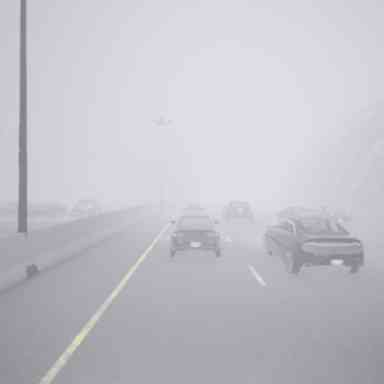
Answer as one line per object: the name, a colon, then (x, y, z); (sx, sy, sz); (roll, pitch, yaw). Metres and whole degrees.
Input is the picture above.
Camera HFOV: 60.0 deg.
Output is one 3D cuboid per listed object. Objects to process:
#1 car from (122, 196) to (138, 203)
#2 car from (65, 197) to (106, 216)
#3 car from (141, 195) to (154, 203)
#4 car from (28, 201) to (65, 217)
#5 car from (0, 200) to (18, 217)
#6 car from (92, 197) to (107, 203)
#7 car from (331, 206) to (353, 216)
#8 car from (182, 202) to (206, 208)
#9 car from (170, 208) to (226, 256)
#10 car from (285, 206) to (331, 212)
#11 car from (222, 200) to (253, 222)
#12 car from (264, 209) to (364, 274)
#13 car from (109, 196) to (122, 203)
car: (-13.327, 1.677, 73.905); (2.033, 1.411, 5.357); (0, 0, 3)
car: (-10.510, 1.464, 33.207); (2.097, 1.767, 4.553); (0, 0, 0)
car: (-9.837, 1.499, 73.652); (2.097, 1.767, 4.553); (0, 0, 3)
car: (-14.016, 1.652, 32.627); (2.033, 1.411, 5.357); (0, 0, 0)
car: (-17.510, 1.609, 33.218); (1.837, 1.490, 4.892); (0, -1, 0)
car: (-20.386, 1.771, 73.242); (1.994, 1.385, 4.181); (0, 0, 3)
car: (10.657, 1.711, 26.070); (1.895, 1.301, 4.718); (0, 0, 0)
car: (0.168, 1.587, 29.251); (1.882, 1.535, 5.008); (0, 0, 0)
car: (0.115, 1.576, 13.273); (1.812, 1.442, 4.674); (0, 0, 0)
car: (7.141, 1.641, 22.588); (2.033, 1.411, 5.357); (0, 0, 0)
car: (3.661, 1.459, 27.417); (2.097, 1.767, 4.553); (0, 0, 0)
car: (3.614, 1.538, 10.682); (2.128, 1.511, 4.902); (0, 0, 0)
car: (-16.816, 1.671, 74.189); (2.033, 1.411, 5.357); (0, 0, 3)
